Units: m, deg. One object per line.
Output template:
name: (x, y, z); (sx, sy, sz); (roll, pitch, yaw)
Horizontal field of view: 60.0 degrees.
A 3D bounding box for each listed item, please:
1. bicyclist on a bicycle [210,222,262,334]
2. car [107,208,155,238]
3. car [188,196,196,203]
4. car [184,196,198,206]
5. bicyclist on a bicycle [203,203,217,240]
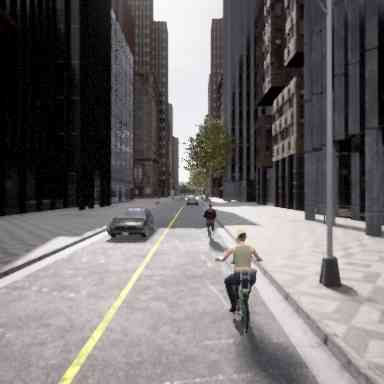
bicyclist on a bicycle: (0.846, 1.439, 5.801); (0.866, 1.612, 1.509); (0, 0, 0)
car: (-3.105, 1.570, 18.176); (2.033, 1.411, 5.357); (0, 0, 0)
car: (-0.017, 1.739, 75.283); (1.837, 1.490, 4.892); (0, 0, 0)
car: (0.081, 1.727, 60.382); (1.994, 1.385, 4.181); (0, 0, 0)
bicyclist on a bicycle: (0.824, 1.386, 15.120); (0.659, 1.776, 1.843); (0, 0, 0)
